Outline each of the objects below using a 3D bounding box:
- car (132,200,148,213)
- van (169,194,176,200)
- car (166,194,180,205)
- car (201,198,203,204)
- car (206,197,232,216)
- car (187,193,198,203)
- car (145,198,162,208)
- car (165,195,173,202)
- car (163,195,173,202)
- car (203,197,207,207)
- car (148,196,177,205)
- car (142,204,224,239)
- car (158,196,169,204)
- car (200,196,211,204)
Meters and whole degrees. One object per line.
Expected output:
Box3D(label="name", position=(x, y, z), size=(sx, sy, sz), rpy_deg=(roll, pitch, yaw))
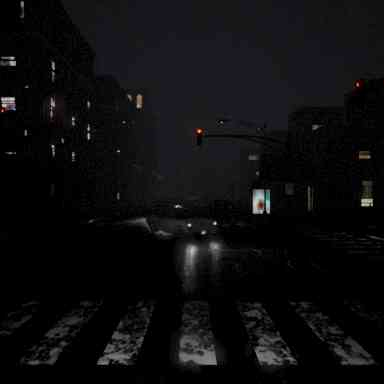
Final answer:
Box3D(label="car", position=(-5.669, 1.561, 37.515), size=(2.008, 1.369, 4.403), rpy_deg=(0, 0, 0))
Box3D(label="van", position=(-5.629, 1.431, 94.481), size=(1.690, 1.788, 3.998), rpy_deg=(-1, 0, 0))
Box3D(label="car", position=(-3.027, 1.577, 57.002), size=(2.033, 1.411, 5.357), rpy_deg=(0, 0, 0))
Box3D(label="car", position=(2.720, 1.572, 48.915), size=(2.008, 1.369, 4.403), rpy_deg=(0, 0, 0))
Box3D(label="car", position=(2.707, 1.446, 31.824), size=(1.967, 1.590, 4.097), rpy_deg=(0, 0, 0))
Box3D(label="car", position=(0.137, 1.269, 70.537), size=(2.150, 2.045, 5.566), rpy_deg=(0, 0, 0))
Box3D(label="car", position=(-5.660, 1.572, 48.908), size=(2.008, 1.369, 4.403), rpy_deg=(0, 0, 0))
Box3D(label="car", position=(-5.636, 1.593, 82.917), size=(1.752, 1.417, 4.829), rpy_deg=(-1, 0, 0))
Box3D(label="car", position=(-5.641, 1.498, 77.391), size=(1.967, 1.590, 4.097), rpy_deg=(0, 0, 0))
Box3D(label="car", position=(2.716, 1.597, 43.218), size=(1.802, 1.307, 4.206), rpy_deg=(0, 0, 0))
Box3D(label="car", position=(-3.074, 1.500, 35.300), size=(2.128, 1.511, 4.902), rpy_deg=(0, 0, 0))
Box3D(label="car", position=(-0.639, 1.575, 17.493), size=(1.895, 1.301, 4.718), rpy_deg=(0, 1, -32))
Box3D(label="car", position=(-5.648, 1.566, 65.828), size=(1.752, 1.417, 4.829), rpy_deg=(0, 0, 0))
Box3D(label="car", position=(2.733, 1.592, 66.005), size=(2.008, 1.369, 4.403), rpy_deg=(-1, 0, 0))
